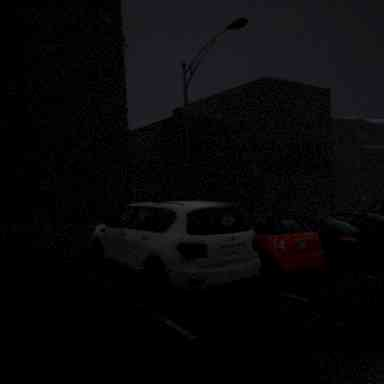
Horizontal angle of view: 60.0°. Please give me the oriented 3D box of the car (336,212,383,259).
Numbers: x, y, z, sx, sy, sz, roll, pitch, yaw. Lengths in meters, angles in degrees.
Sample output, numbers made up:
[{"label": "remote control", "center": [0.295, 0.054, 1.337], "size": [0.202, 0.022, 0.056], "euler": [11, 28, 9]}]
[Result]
[{"label": "car", "center": [3.943, 1.513, 11.811], "size": [2.002, 1.452, 4.674], "euler": [0, 0, -35]}]

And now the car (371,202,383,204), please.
[{"label": "car", "center": [11.202, 1.341, 17.029], "size": [2.185, 1.767, 4.553], "euler": [0, 0, -35]}]

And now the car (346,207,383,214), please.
[{"label": "car", "center": [6.436, 1.511, 13.589], "size": [2.002, 1.452, 4.674], "euler": [0, 0, -35]}]

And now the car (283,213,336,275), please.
[{"label": "car", "center": [1.567, 1.349, 10.082], "size": [2.185, 1.767, 4.553], "euler": [0, 0, -35]}]

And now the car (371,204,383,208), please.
[{"label": "car", "center": [8.811, 1.498, 15.321], "size": [2.163, 1.488, 4.792], "euler": [0, 0, -35]}]

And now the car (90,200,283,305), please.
[{"label": "car", "center": [-0.758, 1.226, 8.497], "size": [2.435, 2.045, 5.566], "euler": [0, 0, -35]}]
